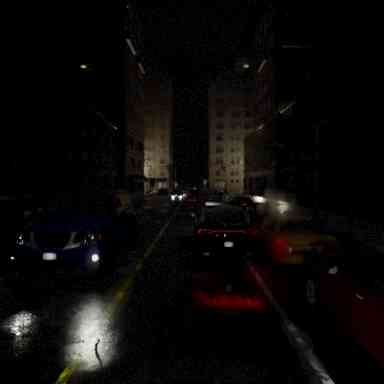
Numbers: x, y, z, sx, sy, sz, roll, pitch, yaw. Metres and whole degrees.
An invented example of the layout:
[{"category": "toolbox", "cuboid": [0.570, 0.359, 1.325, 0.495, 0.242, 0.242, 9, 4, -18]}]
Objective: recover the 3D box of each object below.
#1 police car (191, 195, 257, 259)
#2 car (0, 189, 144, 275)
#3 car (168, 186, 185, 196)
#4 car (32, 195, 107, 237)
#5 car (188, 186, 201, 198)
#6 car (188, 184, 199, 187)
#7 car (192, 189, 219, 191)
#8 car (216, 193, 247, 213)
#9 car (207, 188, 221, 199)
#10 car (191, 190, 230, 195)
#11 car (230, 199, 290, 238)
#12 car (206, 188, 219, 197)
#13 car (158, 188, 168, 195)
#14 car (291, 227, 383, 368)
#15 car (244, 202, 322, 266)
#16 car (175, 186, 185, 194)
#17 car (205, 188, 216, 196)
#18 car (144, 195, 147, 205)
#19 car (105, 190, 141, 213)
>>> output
[{"category": "police car", "cuboid": [0.991, 1.107, 11.374, 1.930, 1.638, 5.238, 0, 2, 0]}, {"category": "car", "cuboid": [-3.022, 0.945, 9.860, 2.150, 2.045, 5.566, 0, 2, 0]}, {"category": "car", "cuboid": [-2.536, -0.052, 57.760, 1.994, 1.385, 4.181, 0, 2, 1]}, {"category": "car", "cuboid": [-5.552, 1.002, 15.674, 1.967, 1.590, 4.097, -1, 2, 0]}, {"category": "car", "cuboid": [0.402, 0.246, 48.519, 1.895, 1.301, 4.718, 0, 2, 1]}, {"category": "car", "cuboid": [0.505, -0.530, 62.448, 2.150, 2.045, 5.566, 0, 2, 0]}, {"category": "car", "cuboid": [1.119, 0.747, 27.259, 1.837, 1.490, 4.892, 0, 2, 0]}, {"category": "car", "cuboid": [3.077, 0.806, 26.775, 2.008, 1.369, 4.403, -1, 2, 0]}, {"category": "car", "cuboid": [3.265, 0.149, 49.278, 1.752, 1.417, 4.829, -1, 2, 0]}, {"category": "car", "cuboid": [1.071, 0.886, 21.262, 1.882, 1.535, 5.008, 0, 2, 0]}, {"category": "car", "cuboid": [2.984, 1.130, 15.608, 1.947, 1.339, 4.313, -1, 2, 0]}, {"category": "car", "cuboid": [3.310, 0.036, 54.693, 1.947, 1.339, 4.313, -1, 2, 0]}, {"category": "car", "cuboid": [-5.189, -0.146, 60.344, 1.887, 1.381, 4.507, -1, 2, 0]}, {"category": "car", "cuboid": [2.891, 1.455, 4.441, 1.802, 1.307, 4.206, -1, 2, 0]}, {"category": "car", "cuboid": [2.938, 1.240, 10.194, 1.752, 1.417, 4.829, -1, 2, 0]}, {"category": "car", "cuboid": [-2.440, -0.427, 69.276, 1.837, 1.490, 4.892, 0, 2, 0]}, {"category": "car", "cuboid": [3.357, -0.107, 60.277, 1.802, 1.307, 4.206, -1, 2, 0]}, {"category": "car", "cuboid": [-5.415, 0.679, 32.428, 1.802, 1.307, 4.206, -1, 2, 0]}, {"category": "car", "cuboid": [-5.461, 0.693, 26.841, 1.967, 1.590, 4.097, -1, 2, 0]}]
